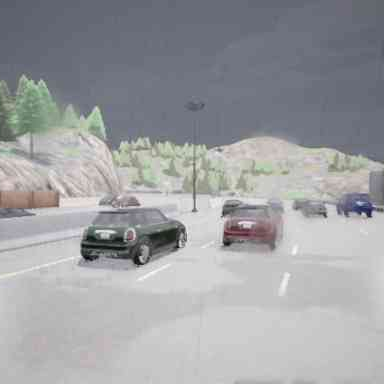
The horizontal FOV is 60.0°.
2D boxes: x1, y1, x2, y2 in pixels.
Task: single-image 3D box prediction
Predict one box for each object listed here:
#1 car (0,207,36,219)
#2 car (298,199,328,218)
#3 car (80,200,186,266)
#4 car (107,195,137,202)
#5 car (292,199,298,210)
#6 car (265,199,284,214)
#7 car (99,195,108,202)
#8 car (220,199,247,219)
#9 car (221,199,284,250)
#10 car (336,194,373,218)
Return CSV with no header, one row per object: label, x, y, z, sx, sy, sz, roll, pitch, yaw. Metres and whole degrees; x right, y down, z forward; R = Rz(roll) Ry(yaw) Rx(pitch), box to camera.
car,-10.830,1.537,18.735,1.994,1.385,4.181,0,0,19
car,11.155,1.516,30.409,2.033,1.411,5.357,0,0,15
car,-1.856,1.336,11.907,2.097,1.767,4.553,0,0,20
car,-8.115,1.300,40.999,2.097,1.767,4.553,0,0,12
car,13.468,1.505,40.878,2.033,1.411,5.357,0,0,10
car,8.730,1.488,35.377,1.812,1.442,4.674,0,0,13
car,-12.968,1.297,52.371,2.097,1.767,4.553,0,0,9
car,3.881,1.471,30.248,1.837,1.490,4.892,0,0,15
car,2.814,1.336,14.676,2.097,1.767,4.553,0,0,19
car,14.812,1.186,30.576,2.150,2.045,5.566,0,-1,14
